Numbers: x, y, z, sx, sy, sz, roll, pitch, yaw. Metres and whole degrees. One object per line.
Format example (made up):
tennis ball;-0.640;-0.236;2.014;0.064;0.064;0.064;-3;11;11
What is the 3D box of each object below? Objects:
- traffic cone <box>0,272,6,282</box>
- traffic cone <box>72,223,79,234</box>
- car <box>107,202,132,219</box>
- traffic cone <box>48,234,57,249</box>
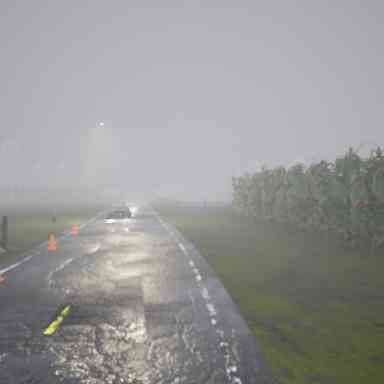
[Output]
traffic cone;-5.051;1.986;8.574;0.340;0.580;0.340;0;0;-5
traffic cone;-6.430;2.005;18.302;0.340;0.580;0.340;0;0;-9
car;-6.543;1.625;29.596;1.994;1.385;4.181;0;0;-17
traffic cone;-5.637;1.996;13.418;0.340;0.580;0.340;0;0;-8
